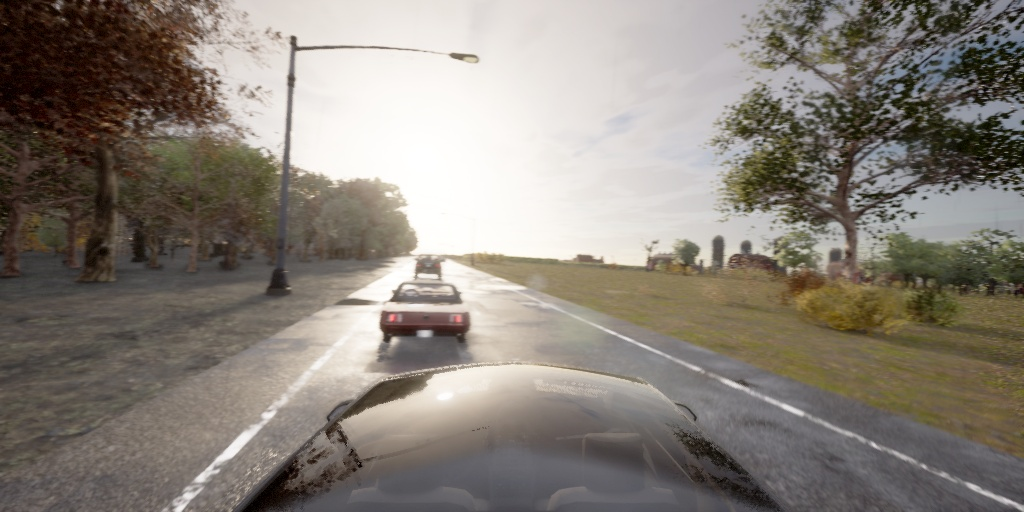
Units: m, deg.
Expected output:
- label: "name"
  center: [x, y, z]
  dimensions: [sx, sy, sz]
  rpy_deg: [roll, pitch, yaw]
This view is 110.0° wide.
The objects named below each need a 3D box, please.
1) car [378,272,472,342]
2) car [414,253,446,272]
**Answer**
- label: "car"
  center: [-2.244, 1.283, 9.453]
  dimensions: [1.895, 1.301, 4.718]
  rpy_deg: [3, 0, -13]
- label: "car"
  center: [-6.786, 0.790, 29.173]
  dimensions: [2.150, 2.045, 5.566]
  rpy_deg: [3, 0, -13]
